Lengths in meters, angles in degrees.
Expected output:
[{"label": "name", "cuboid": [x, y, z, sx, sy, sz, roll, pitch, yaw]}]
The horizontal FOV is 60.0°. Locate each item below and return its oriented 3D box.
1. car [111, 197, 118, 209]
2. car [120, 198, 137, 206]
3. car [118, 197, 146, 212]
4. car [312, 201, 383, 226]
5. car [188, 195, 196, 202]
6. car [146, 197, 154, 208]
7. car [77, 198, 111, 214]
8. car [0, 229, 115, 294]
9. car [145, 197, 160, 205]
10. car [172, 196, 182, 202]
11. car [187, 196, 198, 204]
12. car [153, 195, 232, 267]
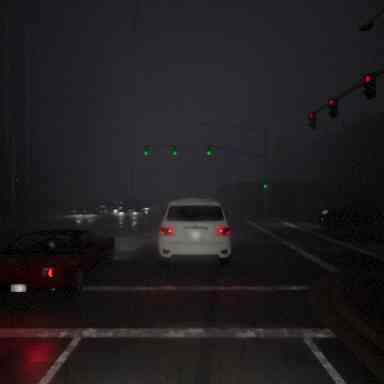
[{"label": "car", "cuboid": [-10.562, 1.481, 45.389, 1.882, 1.535, 5.008, 0, 0, 0]}, {"label": "car", "cuboid": [-10.510, 1.605, 55.217, 1.895, 1.301, 4.718, 0, 0, 1]}, {"label": "car", "cuboid": [-7.074, 1.508, 39.425, 1.837, 1.490, 4.892, 0, 0, 0]}, {"label": "car", "cuboid": [10.965, 1.410, 23.525, 4.553, 1.767, 2.097, 0, 0, 0]}, {"label": "car", "cuboid": [0.045, 1.531, 76.984, 1.812, 1.442, 4.674, 0, 0, 0]}, {"label": "car", "cuboid": [-7.051, 1.529, 48.517, 1.812, 1.442, 4.674, 0, 0, 0]}, {"label": "car", "cuboid": [-10.579, 1.550, 35.608, 2.033, 1.411, 5.357, 0, 0, 0]}, {"label": "car", "cuboid": [-3.400, 1.617, 8.764, 1.895, 1.301, 4.718, 0, 0, 0]}, {"label": "car", "cuboid": [-6.971, 1.552, 59.005, 2.033, 1.411, 5.357, 0, 0, 1]}, {"label": "car", "cuboid": [-3.455, 1.546, 76.863, 2.033, 1.411, 5.357, 0, 0, 0]}, {"label": "car", "cuboid": [0.045, 1.498, 66.582, 2.128, 1.511, 4.902, 0, 0, 0]}, {"label": "car", "cuboid": [0.100, 1.243, 11.723, 2.150, 2.045, 5.566, 0, 0, 0]}]
